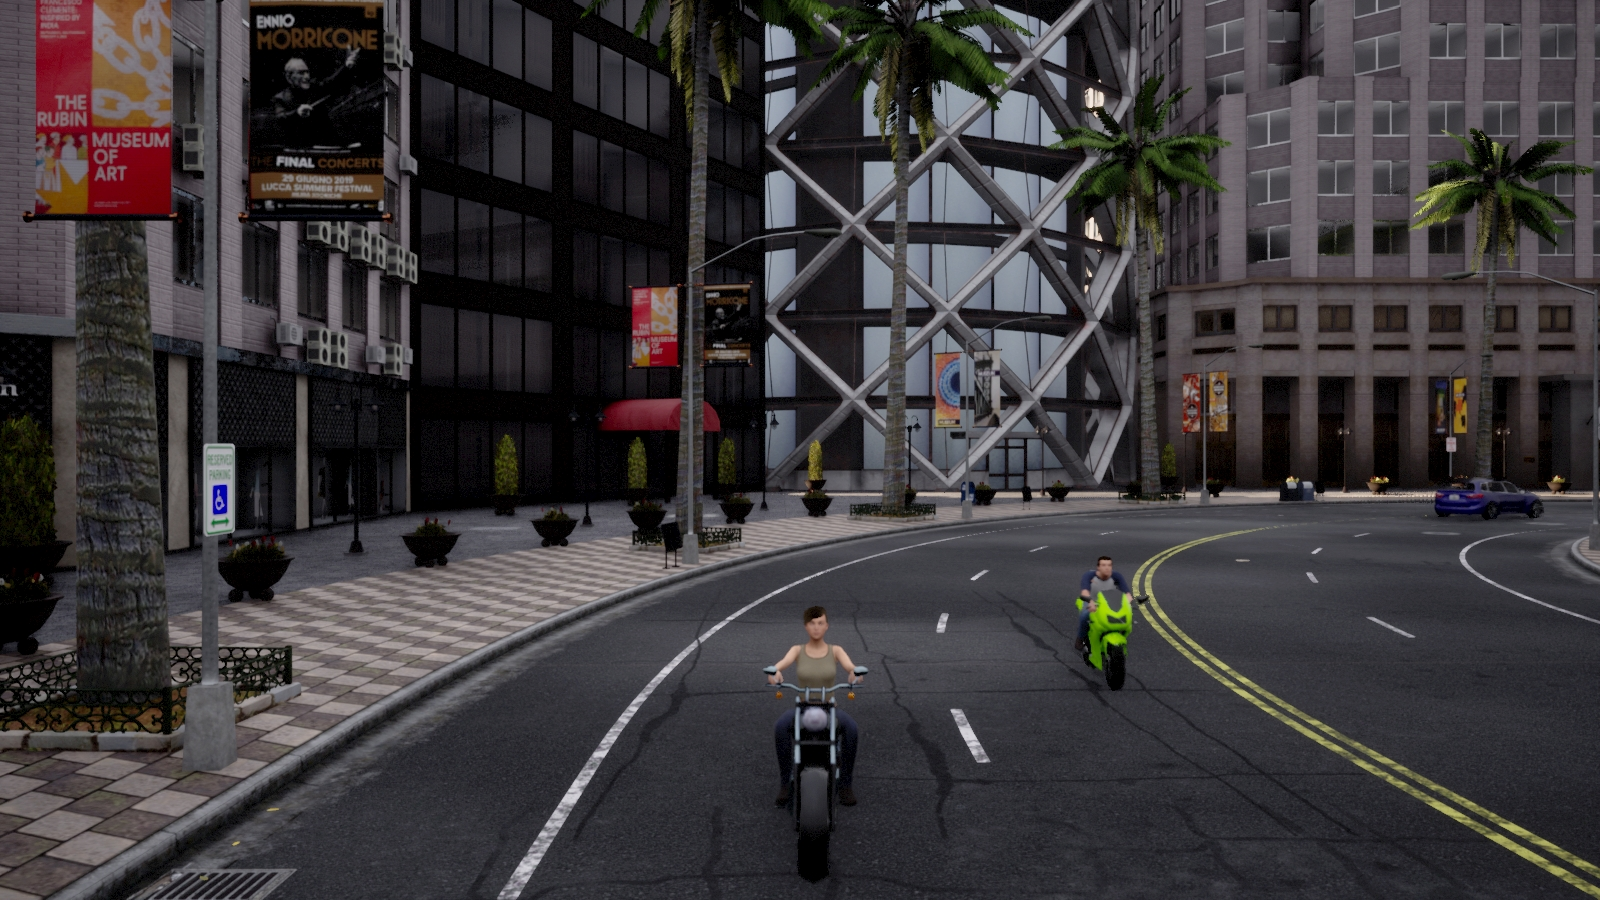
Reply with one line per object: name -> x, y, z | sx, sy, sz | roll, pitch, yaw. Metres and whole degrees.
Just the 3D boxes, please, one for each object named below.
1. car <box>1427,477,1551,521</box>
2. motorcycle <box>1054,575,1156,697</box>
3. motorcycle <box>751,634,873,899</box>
car -> 28.355, 1.966, 47.029 | 4.611, 1.667, 2.242 | 0, 0, -26
motorcycle -> 3.679, 2.213, 13.951 | 0.803, 1.145, 2.033 | 0, 0, 3
motorcycle -> 0.107, 2.170, 8.318 | 0.764, 1.277, 2.356 | 0, 0, 2
